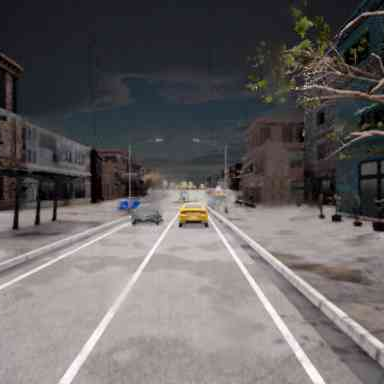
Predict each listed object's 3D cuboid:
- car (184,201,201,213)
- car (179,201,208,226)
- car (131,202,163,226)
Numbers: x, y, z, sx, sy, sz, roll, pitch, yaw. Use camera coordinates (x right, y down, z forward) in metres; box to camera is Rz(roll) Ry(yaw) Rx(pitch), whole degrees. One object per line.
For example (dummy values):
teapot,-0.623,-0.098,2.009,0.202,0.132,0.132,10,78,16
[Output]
car,0.099,1.788,40.919,1.994,1.385,4.181,0,-1,0
car,0.101,1.486,23.404,1.882,1.535,5.008,0,0,0
car,-3.096,1.515,23.765,1.837,1.490,4.892,0,0,0
